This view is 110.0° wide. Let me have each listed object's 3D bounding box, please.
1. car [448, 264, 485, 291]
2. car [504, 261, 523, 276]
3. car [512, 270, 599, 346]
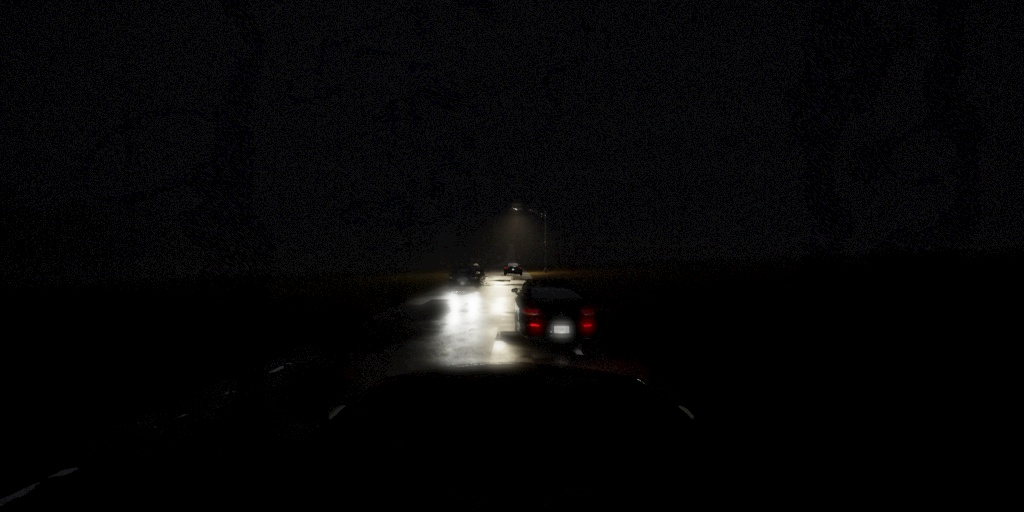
[{"bbox_3d":[-2.718,1.243,22.188,2.128,1.511,4.902,0,0,0],"label":"car"},{"bbox_3d":[0.133,1.373,38.920,1.994,1.385,4.181,0,0,1],"label":"car"},{"bbox_3d":[0.976,1.271,9.312,1.812,1.442,4.674,0,0,0],"label":"car"}]
